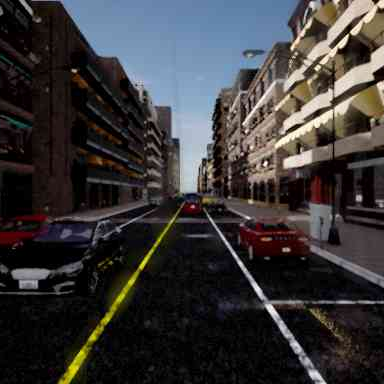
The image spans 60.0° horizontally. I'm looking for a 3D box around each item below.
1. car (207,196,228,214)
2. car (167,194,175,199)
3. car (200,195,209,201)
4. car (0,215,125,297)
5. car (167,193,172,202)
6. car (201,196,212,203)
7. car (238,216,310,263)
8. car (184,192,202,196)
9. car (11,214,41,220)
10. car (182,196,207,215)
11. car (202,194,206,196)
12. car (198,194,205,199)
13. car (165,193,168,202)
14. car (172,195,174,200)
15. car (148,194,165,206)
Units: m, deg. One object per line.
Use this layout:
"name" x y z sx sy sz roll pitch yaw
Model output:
"car" 2.688 1.454 34.263 2.008 1.369 4.403 0 0 0
"car" -5.698 1.262 90.458 1.752 1.417 4.829 0 0 0
"car" 2.683 1.369 73.717 1.802 1.307 4.206 0 0 0
"car" -3.033 1.468 8.666 2.128 1.511 4.902 0 0 1
"car" -5.696 1.348 68.084 1.887 1.381 4.507 0 0 0
"car" 2.685 1.386 62.444 1.947 1.339 4.313 0 0 0
"car" 2.690 1.512 11.719 1.887 1.381 4.507 0 0 0
"car" -0.002 1.073 52.381 2.150 2.045 5.566 0 0 0
"car" -5.690 1.511 11.722 1.887 1.381 4.507 0 0 0
"car" 0.081 1.410 32.809 2.163 1.488 4.792 0 0 0
"car" 2.686 1.362 56.978 1.752 1.417 4.829 0 0 0
"car" 2.682 1.319 90.626 1.802 1.307 4.206 0 0 0
"car" -5.696 1.387 56.811 2.008 1.369 4.403 0 0 0
"car" -5.697 1.085 79.356 2.192 1.841 5.009 0 0 0
"car" -5.695 1.404 51.174 2.008 1.369 4.403 0 0 0
